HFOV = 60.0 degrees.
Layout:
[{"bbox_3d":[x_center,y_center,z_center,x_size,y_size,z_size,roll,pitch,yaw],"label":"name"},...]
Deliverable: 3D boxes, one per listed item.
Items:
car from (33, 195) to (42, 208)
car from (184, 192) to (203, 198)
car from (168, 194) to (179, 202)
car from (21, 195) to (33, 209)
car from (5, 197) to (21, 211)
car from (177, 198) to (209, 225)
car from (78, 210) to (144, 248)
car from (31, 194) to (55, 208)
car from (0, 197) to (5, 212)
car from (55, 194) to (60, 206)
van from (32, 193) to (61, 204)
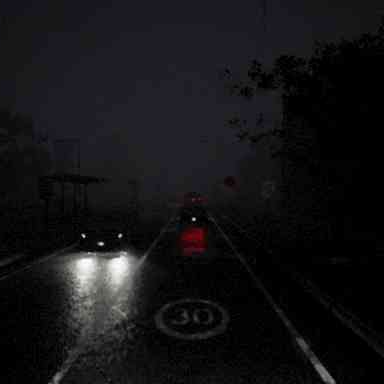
[{"bbox_3d":[-22.097,1.398,41.969,4.792,1.488,2.163,0,0,0],"label":"car"},{"bbox_3d":[0.152,0.979,41.649,2.150,2.045,5.566,0,0,-1],"label":"car"},{"bbox_3d":[-3.187,1.077,58.705,2.033,1.411,5.357,0,1,0],"label":"car"},{"bbox_3d":[-22.062,1.377,39.194,4.892,1.521,2.231,0,0,0],"label":"car"},{"bbox_3d":[-22.073,1.383,36.419,5.008,1.535,2.097,0,0,0],"label":"car"},{"bbox_3d":[0.125,1.438,23.553,1.837,1.490,4.892,0,1,0],"label":"car"},{"bbox_3d":[-3.334,1.510,14.845,2.033,1.411,5.357,0,0,0],"label":"car"},{"bbox_3d":[-21.883,1.359,44.743,5.366,1.575,1.946,0,0,0],"label":"car"},{"bbox_3d":[-22.097,1.265,33.643,4.553,1.767,2.185,0,0,0],"label":"car"},{"bbox_3d":[-22.099,1.385,47.521,4.792,1.488,2.163,0,0,0],"label":"car"},{"bbox_3d":[-21.953,1.123,50.294,4.442,1.987,1.878,0,0,0],"label":"van"}]
